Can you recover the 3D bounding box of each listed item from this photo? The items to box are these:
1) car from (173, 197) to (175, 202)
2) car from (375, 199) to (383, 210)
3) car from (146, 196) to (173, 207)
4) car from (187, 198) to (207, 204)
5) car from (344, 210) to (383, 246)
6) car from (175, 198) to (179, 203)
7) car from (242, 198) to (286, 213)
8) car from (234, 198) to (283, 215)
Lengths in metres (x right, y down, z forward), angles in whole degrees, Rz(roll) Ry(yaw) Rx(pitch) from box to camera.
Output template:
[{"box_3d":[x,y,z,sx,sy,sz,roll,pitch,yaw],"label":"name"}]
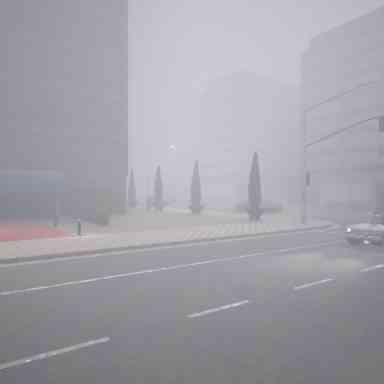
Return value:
[{"box_3d":[-5.687,1.547,58.331,2.033,1.411,5.357,0,0,-35],"label":"car"},{"box_3d":[16.866,1.351,25.971,2.097,1.767,4.553,0,0,-35],"label":"car"},{"box_3d":[-5.350,1.352,51.696,2.097,1.767,4.553,0,0,-35],"label":"car"},{"box_3d":[0.895,1.564,61.402,1.994,1.385,4.181,0,0,-34],"label":"car"},{"box_3d":[8.456,1.601,14.002,4.718,1.301,1.895,0,0,-36],"label":"car"},{"box_3d":[-4.763,1.600,69.567,1.895,1.301,4.718,0,0,-34],"label":"car"},{"box_3d":[8.169,1.478,38.425,1.882,1.535,5.008,0,1,-35],"label":"car"},{"box_3d":[6.664,1.547,34.465,2.033,1.411,5.357,0,0,-35],"label":"car"}]
